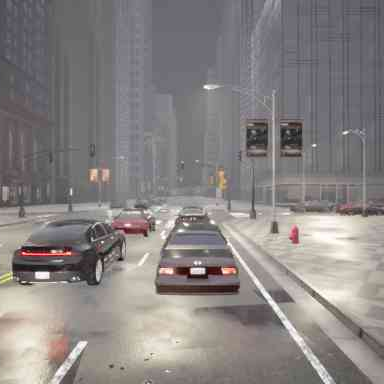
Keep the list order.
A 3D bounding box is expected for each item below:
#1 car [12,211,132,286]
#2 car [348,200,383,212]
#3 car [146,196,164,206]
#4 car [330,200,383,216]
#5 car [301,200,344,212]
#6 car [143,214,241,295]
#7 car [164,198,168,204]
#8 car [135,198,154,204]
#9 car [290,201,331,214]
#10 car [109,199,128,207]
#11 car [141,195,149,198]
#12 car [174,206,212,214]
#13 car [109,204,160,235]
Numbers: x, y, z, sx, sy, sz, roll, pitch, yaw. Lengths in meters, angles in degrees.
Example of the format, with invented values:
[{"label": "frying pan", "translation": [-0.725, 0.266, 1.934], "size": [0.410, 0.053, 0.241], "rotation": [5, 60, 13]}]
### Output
[{"label": "car", "translation": [-3.149, 1.516, 9.437], "size": [1.837, 1.490, 4.892], "rotation": [0, 0, 0]}, {"label": "car", "translation": [20.832, 1.642, 38.930], "size": [4.313, 1.339, 1.947], "rotation": [0, 0, -1]}, {"label": "car", "translation": [-6.565, 1.850, 59.158], "size": [1.994, 1.385, 4.181], "rotation": [0, 0, 0]}, {"label": "car", "translation": [15.321, 1.576, 30.320], "size": [4.206, 1.307, 1.802], "rotation": [0, 0, -1]}, {"label": "car", "translation": [15.192, 1.661, 38.843], "size": [4.313, 1.339, 1.947], "rotation": [0, 0, -1]}, {"label": "car", "translation": [0.108, 1.557, 8.853], "size": [2.033, 1.411, 5.357], "rotation": [0, 0, 0]}, {"label": "car", "translation": [-6.485, 1.946, 74.330], "size": [2.033, 1.411, 5.357], "rotation": [0, 0, 0]}, {"label": "car", "translation": [-6.590, 1.787, 44.380], "size": [1.895, 1.301, 4.718], "rotation": [0, 0, 0]}, {"label": "car", "translation": [12.863, 1.635, 36.052], "size": [4.181, 1.385, 1.994], "rotation": [0, -1, -2]}, {"label": "car", "translation": [-9.839, 1.694, 44.892], "size": [1.837, 1.490, 4.892], "rotation": [0, 0, 0]}, {"label": "car", "translation": [-9.778, 1.836, 64.875], "size": [1.837, 1.490, 4.892], "rotation": [0, -1, 1]}, {"label": "car", "translation": [0.050, 1.543, 18.592], "size": [1.837, 1.490, 4.892], "rotation": [0, 0, 1]}, {"label": "car", "translation": [-3.147, 1.601, 18.338], "size": [1.994, 1.385, 4.181], "rotation": [0, 0, 0]}]
